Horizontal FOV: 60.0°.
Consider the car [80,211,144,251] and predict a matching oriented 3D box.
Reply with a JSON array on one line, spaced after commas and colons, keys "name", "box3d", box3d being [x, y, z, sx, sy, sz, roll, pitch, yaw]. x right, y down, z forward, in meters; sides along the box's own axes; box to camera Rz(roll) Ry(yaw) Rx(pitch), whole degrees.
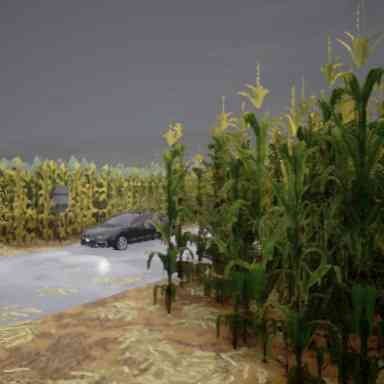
[{"name": "car", "box3d": [-2.720, 1.644, 15.041, 1.837, 1.490, 4.892, -1, 0, 35]}]
